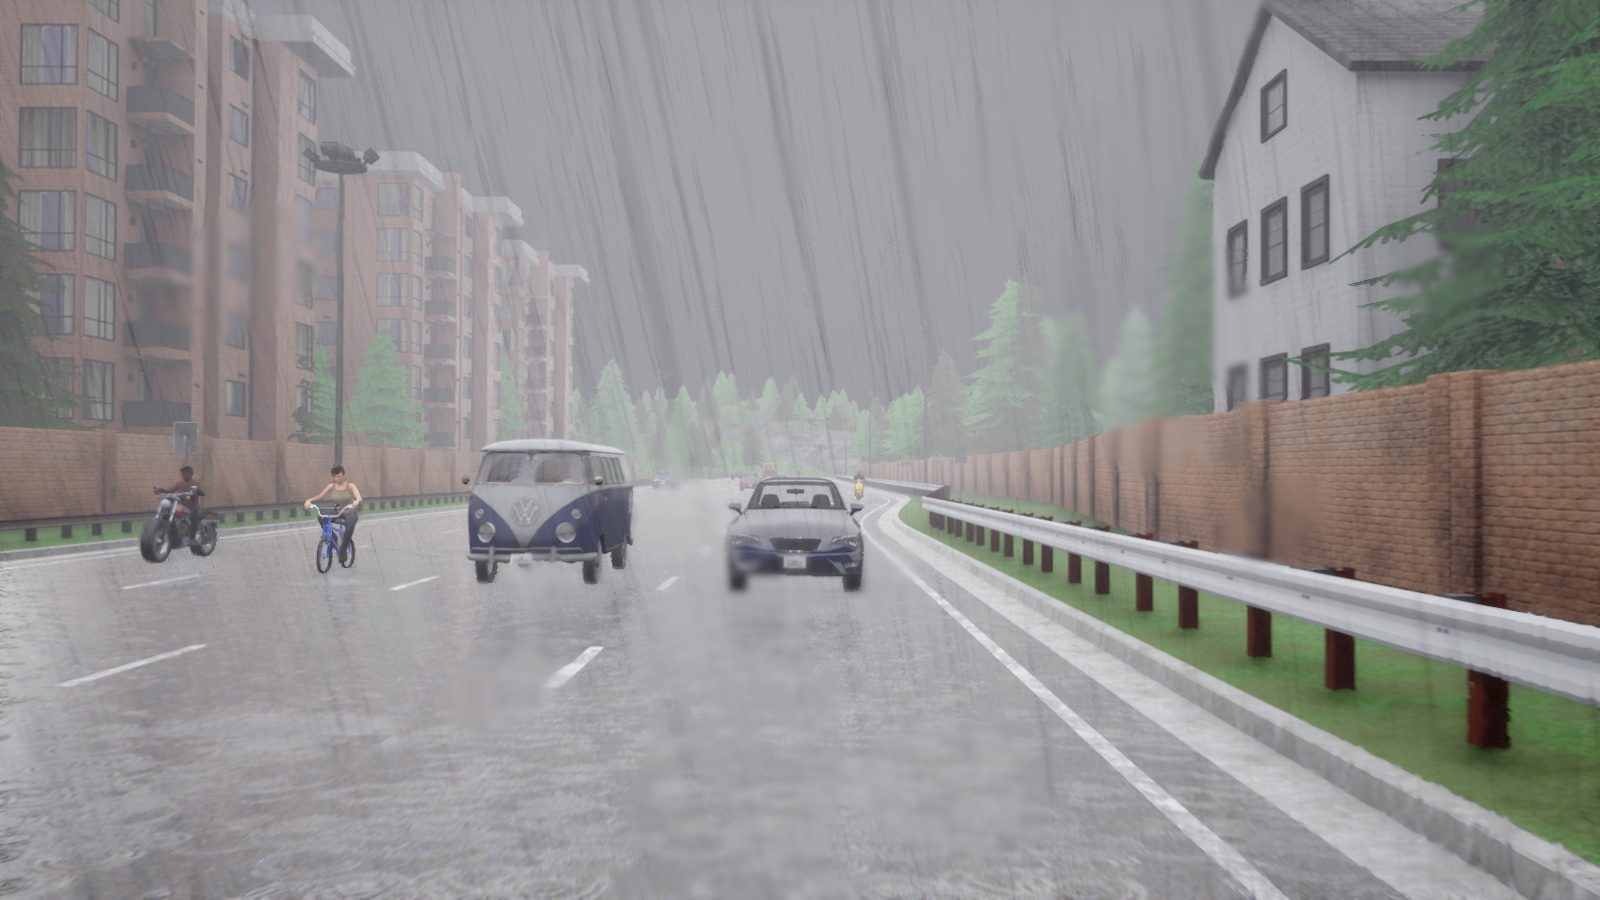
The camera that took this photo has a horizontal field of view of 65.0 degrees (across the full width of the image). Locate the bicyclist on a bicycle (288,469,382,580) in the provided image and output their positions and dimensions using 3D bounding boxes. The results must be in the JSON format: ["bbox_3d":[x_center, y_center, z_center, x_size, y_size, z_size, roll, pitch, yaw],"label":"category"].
[{"bbox_3d":[-7.042,1.099,19.096,0.866,1.612,1.509,0,-1,0],"label":"bicyclist on a bicycle"}]

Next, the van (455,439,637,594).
[{"bbox_3d":[-3.545,0.888,18.317,1.775,1.987,4.442,0,-1,0],"label":"van"}]

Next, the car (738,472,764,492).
[{"bbox_3d":[-3.733,2.457,96.393,1.845,1.501,3.633,0,-1,0],"label":"car"}]

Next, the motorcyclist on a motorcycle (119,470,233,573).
[{"bbox_3d":[-10.552,1.164,21.334,0.766,1.649,2.350,0,-1,0],"label":"motorcyclist on a motorcycle"}]

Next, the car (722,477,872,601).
[{"bbox_3d":[-0.042,1.118,17.296,1.816,1.474,4.193,0,-1,0],"label":"car"}]
